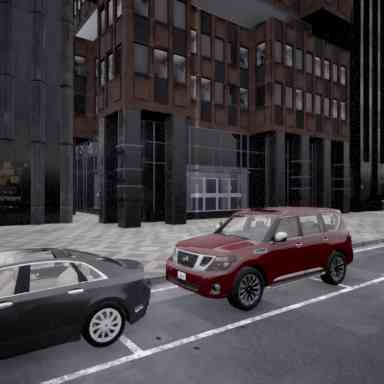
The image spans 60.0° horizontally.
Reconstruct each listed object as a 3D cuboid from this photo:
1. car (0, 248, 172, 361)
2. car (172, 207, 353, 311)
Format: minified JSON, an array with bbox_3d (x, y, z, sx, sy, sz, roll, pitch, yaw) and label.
[{"bbox_3d":[-2.722,1.551,4.705,4.403,1.369,2.008,0,0,-35],"label":"car"},{"bbox_3d":[1.846,1.315,7.961,5.009,1.841,2.192,0,0,-35],"label":"car"}]
